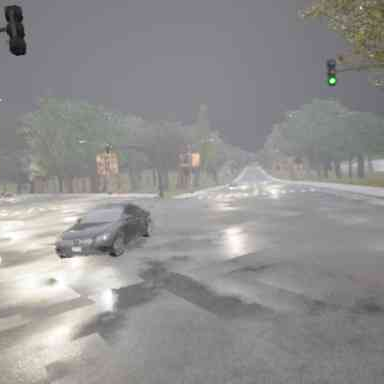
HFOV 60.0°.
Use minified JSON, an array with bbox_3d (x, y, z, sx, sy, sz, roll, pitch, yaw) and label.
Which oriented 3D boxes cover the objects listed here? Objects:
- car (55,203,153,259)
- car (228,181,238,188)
[{"bbox_3d":[-2.751,1.160,11.458,1.812,1.442,4.674,-4,3,12],"label":"car"},{"bbox_3d":[9.497,-1.739,76.766,2.128,1.511,4.902,-4,1,11],"label":"car"}]
